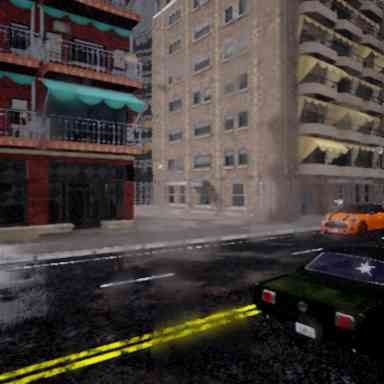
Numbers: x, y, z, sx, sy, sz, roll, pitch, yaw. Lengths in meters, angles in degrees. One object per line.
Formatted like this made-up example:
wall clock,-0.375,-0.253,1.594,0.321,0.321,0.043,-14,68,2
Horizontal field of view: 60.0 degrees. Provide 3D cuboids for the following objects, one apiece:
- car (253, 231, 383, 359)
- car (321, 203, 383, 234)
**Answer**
car,3.366,1.627,5.892,4.718,1.301,1.895,0,0,-36
car,9.184,1.433,18.551,4.553,1.767,2.097,1,0,-37
